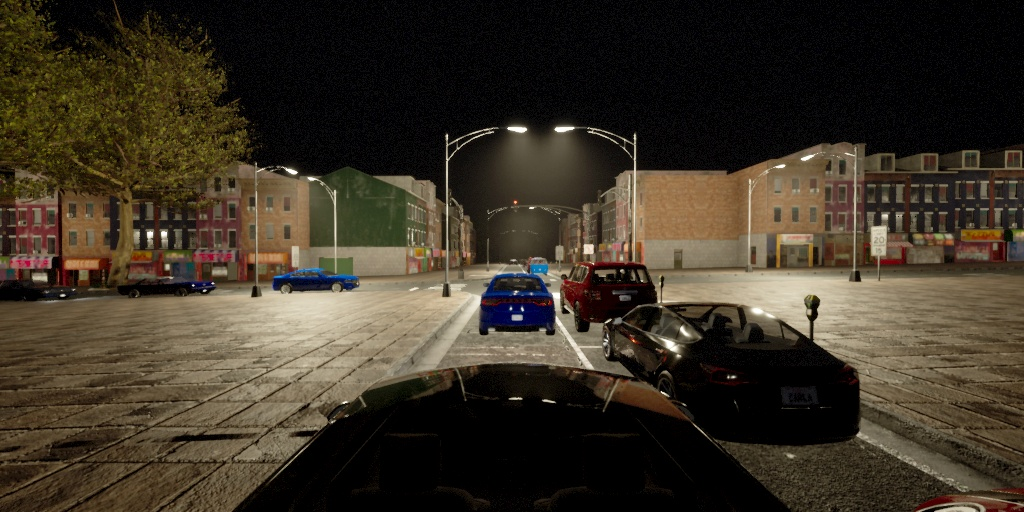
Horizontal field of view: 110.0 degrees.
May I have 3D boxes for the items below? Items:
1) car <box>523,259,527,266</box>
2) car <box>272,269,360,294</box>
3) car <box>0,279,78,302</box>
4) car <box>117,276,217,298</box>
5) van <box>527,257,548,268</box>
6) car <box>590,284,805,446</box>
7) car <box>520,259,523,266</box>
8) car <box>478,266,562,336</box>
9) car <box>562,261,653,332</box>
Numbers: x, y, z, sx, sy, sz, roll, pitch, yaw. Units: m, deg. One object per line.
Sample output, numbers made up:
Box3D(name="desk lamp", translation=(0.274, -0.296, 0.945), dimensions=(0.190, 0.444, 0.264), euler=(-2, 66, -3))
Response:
Box3D(name="car", translation=(2.793, 1.085, 42.524), dimensions=(2.192, 1.841, 5.009), euler=(0, 0, 0))
Box3D(name="car", translation=(-12.234, 1.542, 22.547), dimensions=(5.008, 1.535, 1.882), euler=(-2, 1, -1))
Box3D(name="car", translation=(-30.965, 2.181, 22.613), dimensions=(5.357, 1.411, 2.033), euler=(-2, 1, 1))
Box3D(name="car", translation=(-21.565, 1.940, 22.579), dimensions=(4.718, 1.301, 1.895), euler=(-2, 1, 0))
Box3D(name="van", translation=(2.772, 1.105, 37.119), dimensions=(1.690, 1.789, 3.998), euler=(0, 0, 0))
Box3D(name="car", translation=(2.648, 1.315, 5.356), dimensions=(1.948, 1.339, 4.313), euler=(0, 0, 0))
Box3D(name="car", translation=(2.877, 1.358, 64.150), dimensions=(2.007, 1.370, 4.403), euler=(0, 0, 0))
Box3D(name="car", translation=(0.147, 1.227, 10.482), dimensions=(1.882, 1.535, 5.008), euler=(0, 0, 1))
Box3D(name="car", translation=(2.669, 1.064, 10.758), dimensions=(2.192, 1.841, 5.009), euler=(0, 0, 0))
